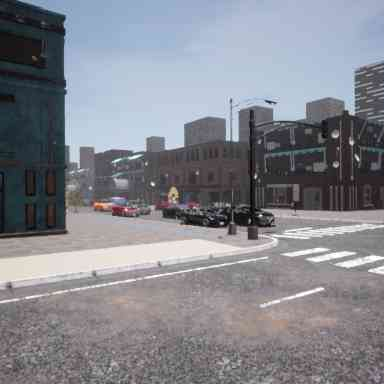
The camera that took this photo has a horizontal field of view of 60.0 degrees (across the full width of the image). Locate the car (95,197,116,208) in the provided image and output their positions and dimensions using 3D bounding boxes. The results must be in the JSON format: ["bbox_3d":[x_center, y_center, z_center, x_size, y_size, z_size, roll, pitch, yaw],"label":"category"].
[{"bbox_3d":[-16.451,1.939,63.431,2.192,1.841,5.009,-1,0,-36],"label":"car"}]

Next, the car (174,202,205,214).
[{"bbox_3d":[-0.362,1.903,40.910,1.802,1.307,4.206,-2,0,-36],"label":"car"}]

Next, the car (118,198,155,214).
[{"bbox_3d":[-6.762,1.764,39.923,2.097,1.767,4.553,-1,0,-35],"label":"car"}]

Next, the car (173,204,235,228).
[{"bbox_3d":[0.785,1.814,24.674,1.947,1.339,4.313,-2,0,-36],"label":"car"}]

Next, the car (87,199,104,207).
[{"bbox_3d":[-19.663,2.227,67.936,1.887,1.381,4.507,-1,0,-36],"label":"car"}]

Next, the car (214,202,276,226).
[{"bbox_3d":[4.006,1.706,24.788,1.837,1.490,4.892,-1,0,-34],"label":"car"}]

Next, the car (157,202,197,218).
[{"bbox_3d":[-1.240,1.869,32.205,1.994,1.385,4.181,-1,0,-35],"label":"car"}]

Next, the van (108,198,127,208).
[{"bbox_3d":[-13.234,1.906,58.927,1.690,1.788,3.998,-1,0,-36],"label":"van"}]

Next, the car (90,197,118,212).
[{"bbox_3d":[-12.557,1.875,48.104,2.097,1.767,4.553,-1,0,-35],"label":"car"}]

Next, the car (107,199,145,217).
[{"bbox_3d":[-7.183,1.846,36.037,1.967,1.590,4.097,-1,0,-36],"label":"car"}]

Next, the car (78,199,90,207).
[{"bbox_3d":[-21.310,2.192,65.805,2.128,1.511,4.902,-1,0,-36],"label":"car"}]

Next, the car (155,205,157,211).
[{"bbox_3d":[-3.577,1.965,45.414,1.802,1.307,4.206,-2,0,-36],"label":"car"}]
